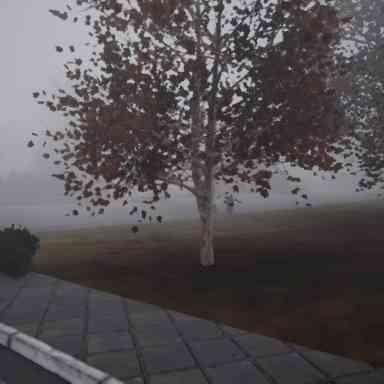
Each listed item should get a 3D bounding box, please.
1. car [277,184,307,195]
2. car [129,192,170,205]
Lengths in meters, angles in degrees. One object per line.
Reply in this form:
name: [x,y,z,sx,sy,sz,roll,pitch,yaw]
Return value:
car: [14.801,-0.399,49.136,4.892,1.490,1.837,-3,2,-25]
car: [-4.744,0.605,37.562,4.892,1.490,1.837,-2,3,-36]
